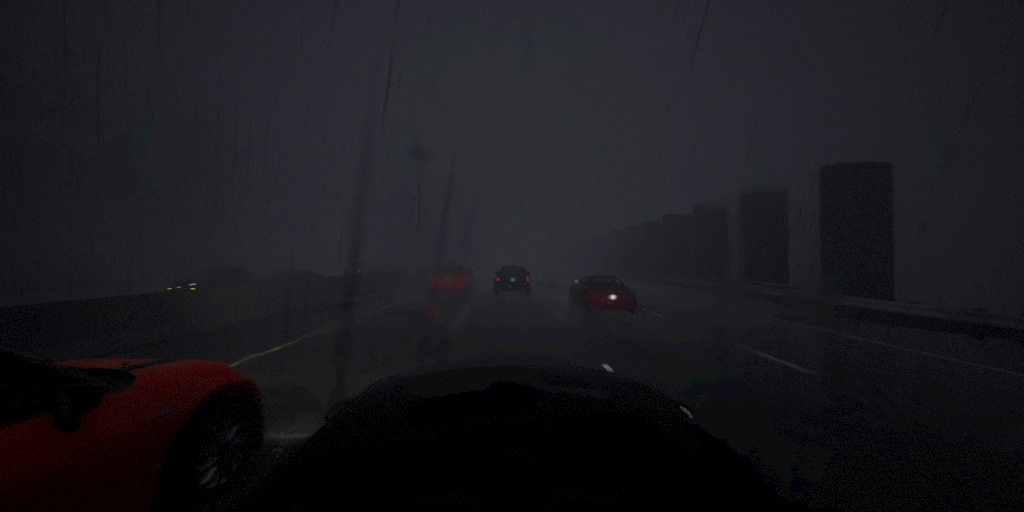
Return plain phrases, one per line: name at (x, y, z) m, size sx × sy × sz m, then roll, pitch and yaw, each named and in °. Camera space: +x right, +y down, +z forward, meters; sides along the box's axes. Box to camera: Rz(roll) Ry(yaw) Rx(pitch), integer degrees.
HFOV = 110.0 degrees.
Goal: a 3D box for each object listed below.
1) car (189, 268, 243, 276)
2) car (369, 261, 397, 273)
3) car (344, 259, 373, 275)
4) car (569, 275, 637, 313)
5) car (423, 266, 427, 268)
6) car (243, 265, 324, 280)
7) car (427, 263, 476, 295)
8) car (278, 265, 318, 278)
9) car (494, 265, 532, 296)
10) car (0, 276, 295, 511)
car at (-17.579, 1.472, 21.375) m, size 1.837 × 1.490 × 4.892 m, roll 0°, pitch -1°, yaw 0°
car at (-17.049, 1.788, 48.484) m, size 1.812 × 1.442 × 4.674 m, roll 0°, pitch 0°, yaw 2°
car at (-20.577, 1.486, 48.778) m, size 2.150 × 2.045 × 5.566 m, roll 0°, pitch -1°, yaw 2°
car at (3.599, 1.457, 14.777) m, size 1.994 × 1.385 × 4.181 m, roll 0°, pitch -1°, yaw 0°
car at (-13.361, 1.983, 59.502) m, size 1.895 × 1.301 × 4.718 m, roll 0°, pitch -1°, yaw 1°
car at (-14.078, 1.531, 22.978) m, size 2.033 × 1.411 × 5.357 m, roll 0°, pitch -1°, yaw 0°
car at (-3.393, 1.319, 21.522) m, size 2.097 × 1.767 × 4.553 m, roll 0°, pitch -1°, yaw 0°
car at (-24.279, 1.745, 40.953) m, size 1.994 × 1.385 × 4.181 m, roll 0°, pitch -1°, yaw 2°
car at (0.068, 1.315, 21.220) m, size 2.097 × 1.767 × 4.553 m, roll 0°, pitch -1°, yaw 1°
car at (-3.400, 1.100, 1.555) m, size 2.097 × 1.767 × 4.553 m, roll 0°, pitch -1°, yaw 0°
